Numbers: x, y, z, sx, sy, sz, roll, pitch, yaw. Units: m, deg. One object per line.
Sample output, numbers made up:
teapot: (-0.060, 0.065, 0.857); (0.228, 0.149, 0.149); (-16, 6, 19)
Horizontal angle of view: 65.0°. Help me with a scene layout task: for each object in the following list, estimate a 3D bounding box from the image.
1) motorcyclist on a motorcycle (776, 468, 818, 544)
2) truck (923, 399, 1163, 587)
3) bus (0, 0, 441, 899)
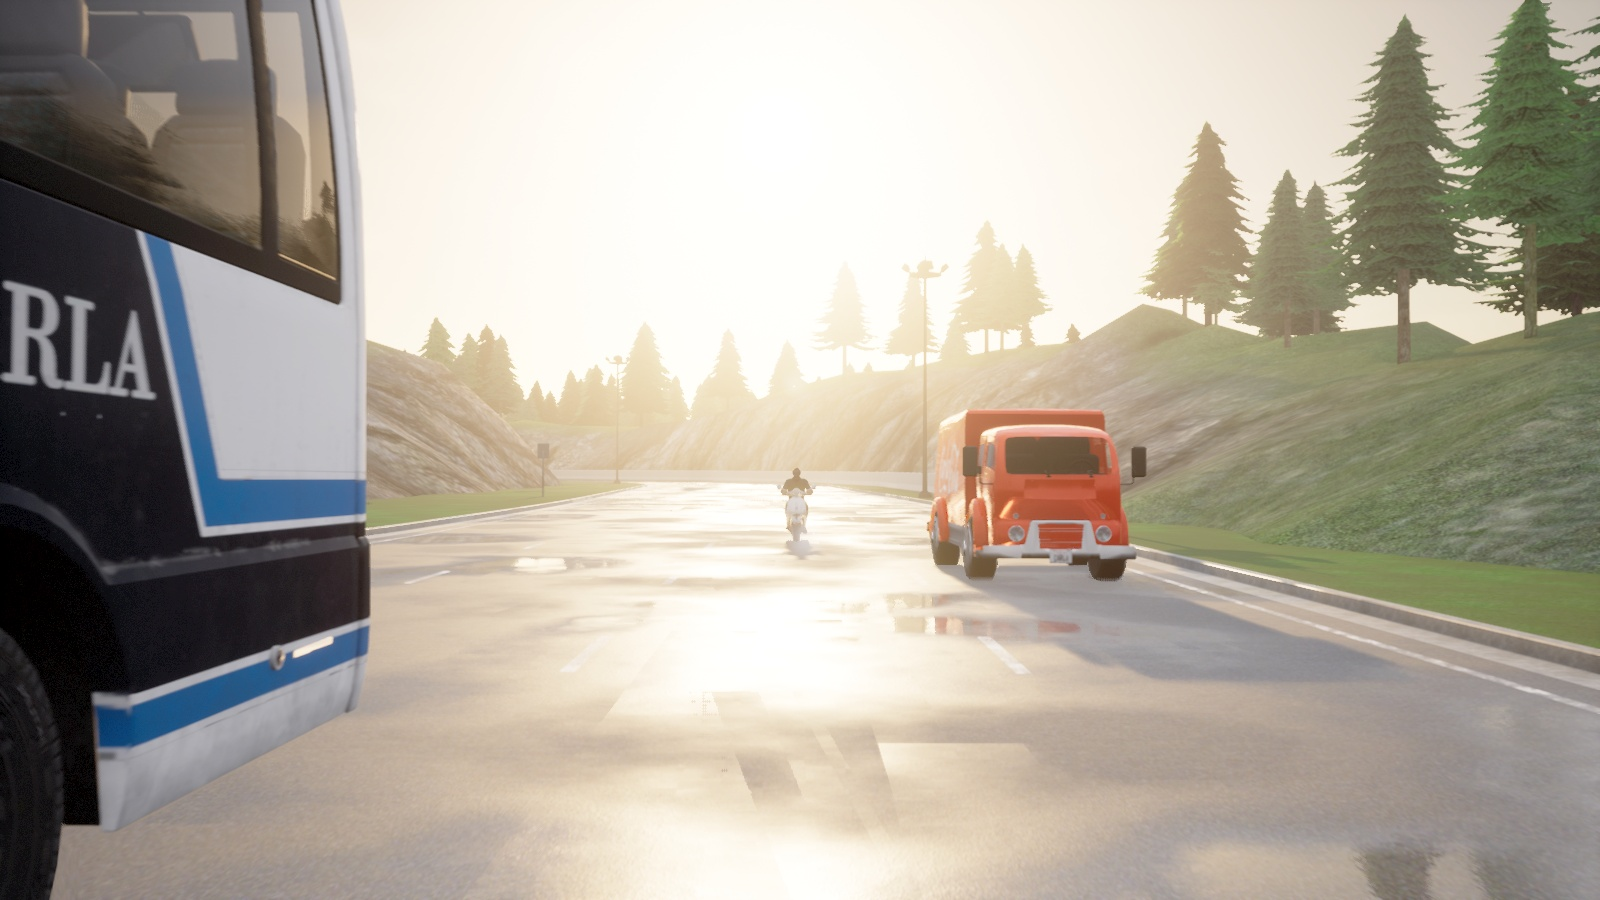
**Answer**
motorcyclist on a motorcycle: (-0.067, 1.178, 27.244); (0.866, 1.590, 1.817); (0, -1, 0)
truck: (3.451, 0.602, 19.159); (2.627, 2.467, 5.204); (0, -1, 0)
bus: (-3.507, -0.547, 0.249); (3.944, 4.253, 10.273); (0, -1, 0)
